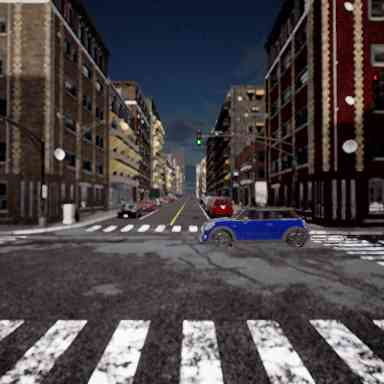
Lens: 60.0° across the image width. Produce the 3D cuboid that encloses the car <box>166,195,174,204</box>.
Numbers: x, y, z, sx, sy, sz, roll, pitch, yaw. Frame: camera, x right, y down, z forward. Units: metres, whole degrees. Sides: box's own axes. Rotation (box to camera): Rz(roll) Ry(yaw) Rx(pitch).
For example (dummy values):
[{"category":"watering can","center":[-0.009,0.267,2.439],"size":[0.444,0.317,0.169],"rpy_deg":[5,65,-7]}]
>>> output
[{"category":"car","center":[-5.748,1.955,75.076],"size":[1.802,1.307,4.206],"rpy_deg":[1,0,0]}]

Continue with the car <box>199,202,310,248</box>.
[{"category":"car","center":[2.625,1.424,14.529],"size":[4.553,1.767,2.097],"rpy_deg":[0,-1,0]}]

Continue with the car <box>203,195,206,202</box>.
[{"category":"car","center":[2.674,1.465,36.425],"size":[2.192,1.841,5.009],"rpy_deg":[1,0,0]}]

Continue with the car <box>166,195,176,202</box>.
[{"category":"car","center":[-5.759,1.804,91.651],"size":[2.192,1.841,5.009],"rpy_deg":[1,0,0]}]

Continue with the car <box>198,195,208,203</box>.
[{"category":"car","center":[2.631,1.725,80.612],"size":[2.192,1.841,5.009],"rpy_deg":[1,0,0]}]

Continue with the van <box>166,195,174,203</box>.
[{"category":"van","center":[-5.754,1.790,86.127],"size":[1.690,1.788,3.998],"rpy_deg":[1,0,0]}]

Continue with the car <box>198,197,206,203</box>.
[{"category":"car","center":[2.622,1.993,86.135],"size":[1.887,1.381,4.507],"rpy_deg":[1,0,0]}]

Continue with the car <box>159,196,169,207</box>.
[{"category":"car","center":[-5.731,1.821,58.507],"size":[2.008,1.369,4.403],"rpy_deg":[1,0,0]}]

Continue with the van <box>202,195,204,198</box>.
[{"category":"van","center":[2.662,1.547,47.470],"size":[1.690,1.788,3.998],"rpy_deg":[1,0,0]}]

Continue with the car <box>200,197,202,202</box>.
[{"category":"car","center":[2.654,1.819,52.992],"size":[1.802,1.307,4.206],"rpy_deg":[1,0,0]}]

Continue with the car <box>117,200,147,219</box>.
[{"category":"car","center":[-5.705,1.691,30.889],"size":[1.947,1.339,4.313],"rpy_deg":[1,0,0]}]

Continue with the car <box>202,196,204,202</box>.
[{"category":"car","center":[2.666,1.617,41.949],"size":[1.967,1.590,4.097],"rpy_deg":[1,0,0]}]

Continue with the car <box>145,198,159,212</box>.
[{"category":"car","center":[-5.716,1.722,41.938],"size":[1.887,1.381,4.507],"rpy_deg":[1,0,0]}]

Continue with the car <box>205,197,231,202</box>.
[{"category":"car","center":[2.679,1.440,30.901],"size":[2.192,1.841,5.009],"rpy_deg":[1,0,0]}]

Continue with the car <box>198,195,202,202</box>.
[{"category":"car","center":[2.633,1.939,75.086],"size":[1.947,1.339,4.313],"rpy_deg":[1,0,0]}]

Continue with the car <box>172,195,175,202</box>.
[{"category":"car","center":[-5.749,1.725,80.602],"size":[2.192,1.841,5.009],"rpy_deg":[1,0,0]}]
